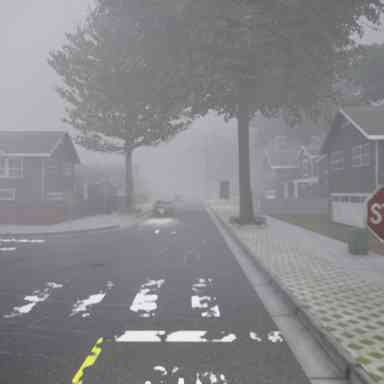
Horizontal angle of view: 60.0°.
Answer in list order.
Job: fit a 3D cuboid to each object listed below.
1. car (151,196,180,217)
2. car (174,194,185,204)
[{"bbox_3d":[-2.495,1.373,29.969,2.128,1.511,4.902,0,0,1],"label":"car"},{"bbox_3d":[-2.271,1.133,54.702,1.837,1.490,4.892,0,1,1],"label":"car"}]
